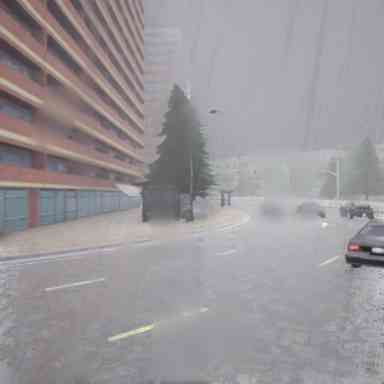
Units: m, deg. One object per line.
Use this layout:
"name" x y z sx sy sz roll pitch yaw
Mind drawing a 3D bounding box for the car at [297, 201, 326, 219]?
"car" 11.022 1.643 30.841 1.837 1.490 4.892 0 0 8

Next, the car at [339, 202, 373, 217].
"car" 14.501 1.620 29.550 1.837 1.490 4.892 0 0 10

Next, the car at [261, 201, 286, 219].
"car" 7.520 1.660 30.994 1.837 1.490 4.892 0 0 8

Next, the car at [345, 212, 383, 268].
"car" 6.443 1.586 10.707 2.033 1.411 5.357 0 0 38
